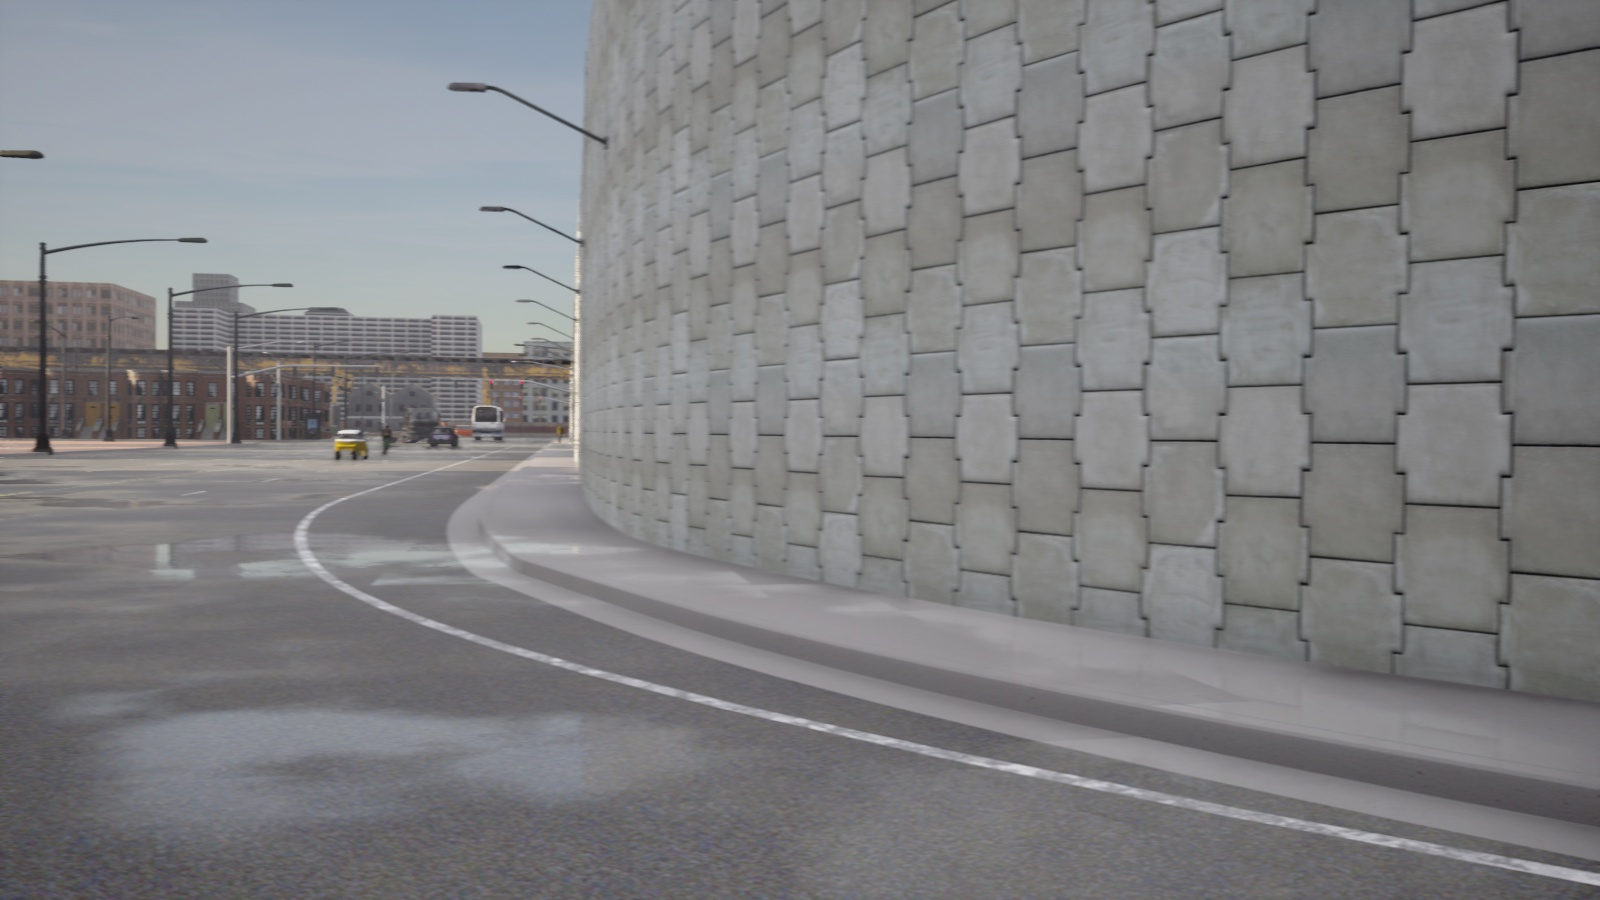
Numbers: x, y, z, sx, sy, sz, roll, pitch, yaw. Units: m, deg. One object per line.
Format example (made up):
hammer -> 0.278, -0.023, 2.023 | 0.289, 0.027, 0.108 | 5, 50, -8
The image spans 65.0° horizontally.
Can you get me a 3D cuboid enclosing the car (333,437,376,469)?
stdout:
car -> -20.321, 0.128, 57.302 | 1.481, 1.376, 2.207 | -1, 1, -10
